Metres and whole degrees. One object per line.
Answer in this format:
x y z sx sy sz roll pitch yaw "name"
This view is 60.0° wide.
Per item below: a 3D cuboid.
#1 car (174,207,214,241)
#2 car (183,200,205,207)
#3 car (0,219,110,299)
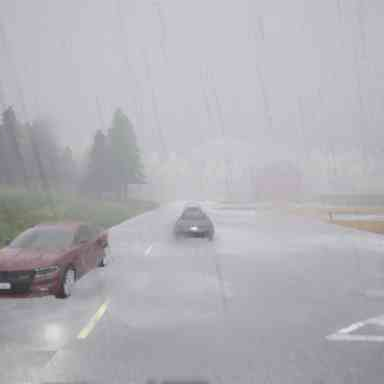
0.101 1.701 17.559 1.994 1.385 4.181 0 0 0 "car"
0.087 1.783 33.215 1.812 1.442 4.674 0 0 0 "car"
-3.600 1.547 8.878 1.882 1.535 5.008 0 0 0 "car"
